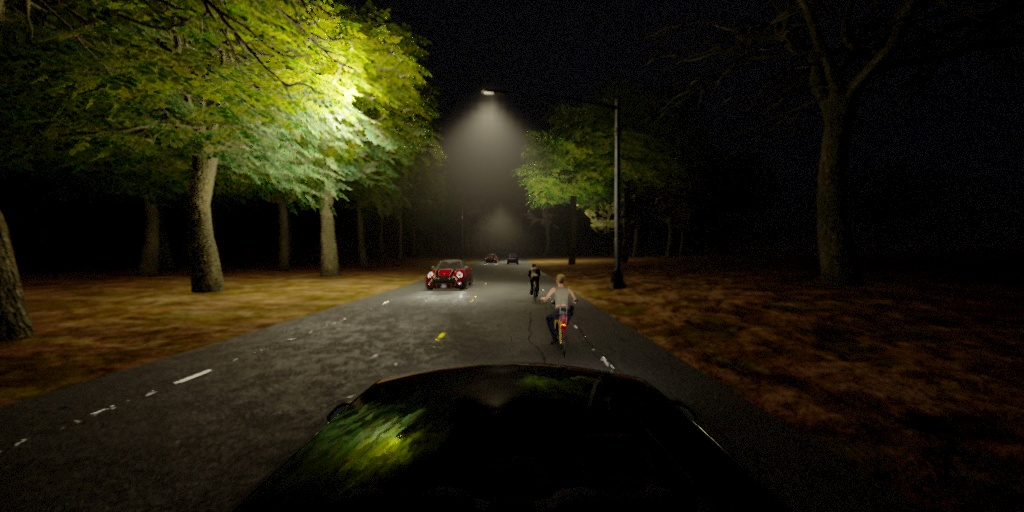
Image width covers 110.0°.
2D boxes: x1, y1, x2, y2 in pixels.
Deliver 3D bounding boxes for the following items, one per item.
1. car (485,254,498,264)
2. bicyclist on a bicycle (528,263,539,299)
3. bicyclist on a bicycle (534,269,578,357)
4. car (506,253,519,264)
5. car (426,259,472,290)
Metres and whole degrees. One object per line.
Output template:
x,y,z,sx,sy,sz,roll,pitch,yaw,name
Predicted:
-3.555,0.388,62.412,2.097,1.767,4.553,0,2,0,car
0.966,1.143,15.380,0.582,1.620,1.656,0,0,0,bicyclist on a bicycle
0.999,1.171,7.487,0.866,1.612,1.509,0,0,0,bicyclist on a bicycle
0.106,0.593,59.849,2.128,1.511,4.902,0,1,0,car
-3.598,0.995,21.138,2.097,1.767,4.553,0,1,0,car
